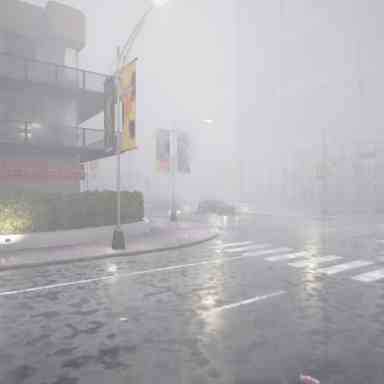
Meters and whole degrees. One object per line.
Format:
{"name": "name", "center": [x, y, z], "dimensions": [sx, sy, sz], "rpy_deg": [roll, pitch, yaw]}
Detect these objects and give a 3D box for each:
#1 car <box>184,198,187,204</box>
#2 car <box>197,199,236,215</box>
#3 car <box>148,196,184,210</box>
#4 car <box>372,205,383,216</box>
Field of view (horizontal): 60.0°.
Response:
{"name": "car", "center": [-2.428, 1.565, 62.041], "dimensions": [2.033, 1.411, 5.357], "rpy_deg": [0, 0, -19]}
{"name": "car", "center": [2.442, 1.516, 33.840], "dimensions": [1.837, 1.490, 4.892], "rpy_deg": [0, 0, -35]}
{"name": "car", "center": [-3.333, 1.575, 42.109], "dimensions": [1.994, 1.385, 4.181], "rpy_deg": [0, 0, -35]}
{"name": "car", "center": [19.111, 1.543, 30.458], "dimensions": [1.812, 1.442, 4.674], "rpy_deg": [0, 0, -35]}
